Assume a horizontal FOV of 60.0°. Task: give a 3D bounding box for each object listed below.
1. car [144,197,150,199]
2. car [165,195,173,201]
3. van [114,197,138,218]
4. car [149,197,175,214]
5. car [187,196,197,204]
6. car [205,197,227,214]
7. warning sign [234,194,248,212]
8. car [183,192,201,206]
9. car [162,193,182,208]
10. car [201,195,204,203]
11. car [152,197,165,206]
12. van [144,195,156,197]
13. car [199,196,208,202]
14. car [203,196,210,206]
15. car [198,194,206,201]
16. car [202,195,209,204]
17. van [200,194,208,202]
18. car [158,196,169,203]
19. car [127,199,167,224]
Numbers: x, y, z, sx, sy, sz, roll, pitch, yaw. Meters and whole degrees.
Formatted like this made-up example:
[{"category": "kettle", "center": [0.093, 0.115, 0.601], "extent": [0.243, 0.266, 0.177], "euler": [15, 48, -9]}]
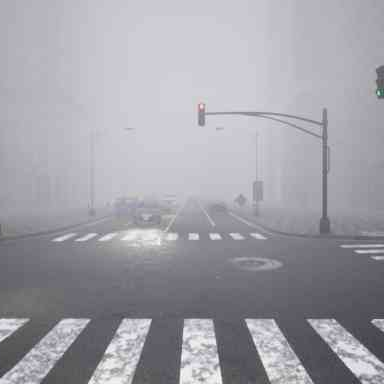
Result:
[{"category": "car", "center": [-5.809, 1.550, 35.481], "extent": [1.887, 1.381, 4.507], "euler": [0, 0, 0]}, {"category": "car", "center": [-5.845, 1.562, 85.035], "extent": [1.752, 1.417, 4.829], "euler": [0, 0, 0]}, {"category": "van", "center": [-5.806, 1.344, 29.956], "extent": [1.690, 1.788, 3.998], "euler": [0, 0, 0]}, {"category": "car", "center": [-3.121, 1.530, 34.916], "extent": [1.812, 1.442, 4.674], "euler": [0, 0, 0]}, {"category": "car", "center": [-0.057, 1.549, 65.182], "extent": [1.812, 1.442, 4.674], "euler": [0, 0, 0]}, {"category": "car", "center": [2.746, 1.550, 35.470], "extent": [1.887, 1.381, 4.507], "euler": [0, 0, 0]}, {"category": "warning sign", "center": [5.041, 1.120, 34.087], "extent": [1.300, 1.860, 1.060], "euler": [0, 0, 0]}, {"category": "car", "center": [0.010, 1.369, 55.504], "extent": [2.097, 1.767, 4.553], "euler": [0, 0, 0]}, {"category": "car", "center": [-3.120, 1.231, 49.414], "extent": [2.150, 2.045, 5.566], "euler": [0, 0, 0]}, {"category": "car", "center": [2.727, 1.541, 52.216], "extent": [1.752, 1.417, 4.829], "euler": [0, 0, 0]}, {"category": "car", "center": [-5.825, 1.601, 57.581], "extent": [1.802, 1.307, 4.206], "euler": [0, 0, 0]}, {"category": "van", "center": [-5.818, 1.352, 46.530], "extent": [1.690, 1.788, 3.998], "euler": [0, 0, 0]}, {"category": "car", "center": [2.697, 1.584, 79.674], "extent": [2.008, 1.369, 4.403], "euler": [0, 0, 0]}, {"category": "car", "center": [2.740, 1.553, 40.995], "extent": [1.887, 1.381, 4.507], "euler": [0, 0, 0]}, {"category": "car", "center": [2.684, 1.481, 90.725], "extent": [1.967, 1.590, 4.097], "euler": [0, 0, 0]}, {"category": "car", "center": [2.733, 1.556, 46.521], "extent": [1.887, 1.381, 4.507], "euler": [0, 0, 0]}, {"category": "van", "center": [2.702, 1.371, 74.148], "extent": [1.690, 1.788, 3.998], "euler": [0, 0, 0]}, {"category": "car", "center": [-5.833, 1.577, 68.630], "extent": [2.008, 1.369, 4.403], "euler": [0, 0, 0]}, {"category": "car", "center": [-3.168, 1.493, 24.489], "extent": [2.128, 1.511, 4.902], "euler": [0, 0, -3]}]
